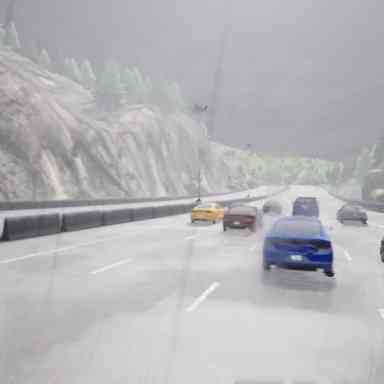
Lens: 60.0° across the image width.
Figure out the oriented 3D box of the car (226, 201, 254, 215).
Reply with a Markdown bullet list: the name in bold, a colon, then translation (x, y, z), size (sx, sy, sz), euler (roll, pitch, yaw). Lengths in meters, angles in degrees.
- **car**: translation (5.513, 1.745, 37.498), size (2.033, 1.411, 5.357), euler (0, 0, 19)

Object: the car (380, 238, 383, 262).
- **car**: translation (6.681, 1.623, 9.335), size (1.812, 1.442, 4.674), euler (0, 0, 19)

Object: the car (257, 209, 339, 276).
- **car**: translation (3.505, 1.551, 10.851), size (1.882, 1.535, 5.008), euler (0, 0, 19)

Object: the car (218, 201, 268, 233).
- **car**: translation (3.323, 1.589, 20.826), size (1.882, 1.535, 5.008), euler (0, 0, 19)

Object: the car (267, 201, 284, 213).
- **car**: translation (9.018, 1.734, 36.909), size (1.837, 1.490, 4.892), euler (0, 0, 19)

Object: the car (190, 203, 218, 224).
- **car**: translation (1.423, 1.591, 25.944), size (1.882, 1.535, 5.008), euler (0, 0, 20)

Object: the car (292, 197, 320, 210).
- **car**: translation (10.191, 1.432, 29.727), size (2.150, 2.045, 5.566), euler (0, 0, 19)

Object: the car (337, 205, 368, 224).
- **car**: translation (12.975, 1.774, 27.115), size (2.033, 1.411, 5.357), euler (0, 0, 19)
